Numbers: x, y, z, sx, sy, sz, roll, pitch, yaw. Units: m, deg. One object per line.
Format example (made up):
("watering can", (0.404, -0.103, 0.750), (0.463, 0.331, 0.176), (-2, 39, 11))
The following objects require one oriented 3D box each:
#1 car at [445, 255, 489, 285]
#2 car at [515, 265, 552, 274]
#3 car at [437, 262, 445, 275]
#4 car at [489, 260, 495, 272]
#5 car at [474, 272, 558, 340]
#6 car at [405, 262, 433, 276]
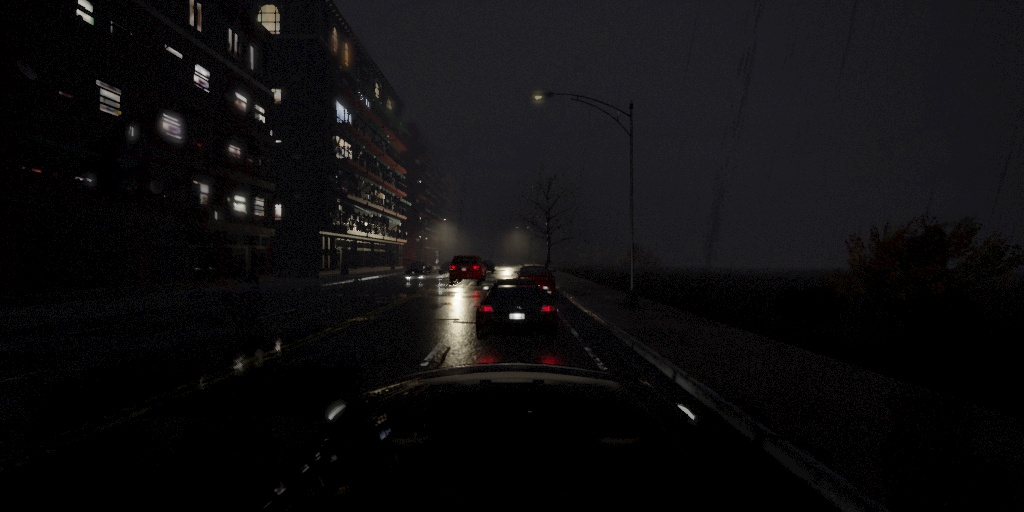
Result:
("car", (-3.127, 0.972, 26.033), (2.150, 2.045, 5.566), (0, 0, 0))
("car", (1.152, 1.230, 18.930), (1.882, 1.535, 5.008), (0, 0, 0))
("car", (-6.579, 1.278, 38.318), (1.812, 1.442, 4.674), (0, 0, 0))
("car", (-3.110, 1.229, 43.986), (1.882, 1.535, 5.008), (0, 0, 0))
("car", (0.109, 1.315, 10.010), (1.994, 1.385, 4.181), (0, 0, 0))
("car", (-9.815, 1.299, 38.284), (2.033, 1.411, 5.357), (0, 0, 0))
